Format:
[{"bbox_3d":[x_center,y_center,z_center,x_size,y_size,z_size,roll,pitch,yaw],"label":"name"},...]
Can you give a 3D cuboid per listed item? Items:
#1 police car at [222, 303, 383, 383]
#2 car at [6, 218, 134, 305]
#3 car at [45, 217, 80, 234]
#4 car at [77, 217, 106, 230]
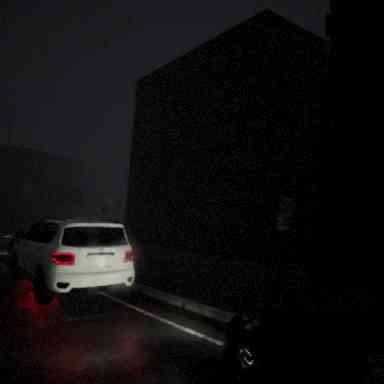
[{"bbox_3d":[2.643,1.694,2.881,5.238,1.638,1.930,-2,-5,41],"label":"police car"},{"bbox_3d":[-3.715,1.778,9.775,2.150,2.045,5.566,5,-5,-37],"label":"car"},{"bbox_3d":[-14.252,3.655,36.856,1.882,1.535,5.008,5,-5,-1],"label":"car"},{"bbox_3d":[-14.135,4.451,47.152,2.128,1.511,4.902,5,-4,6],"label":"car"}]
